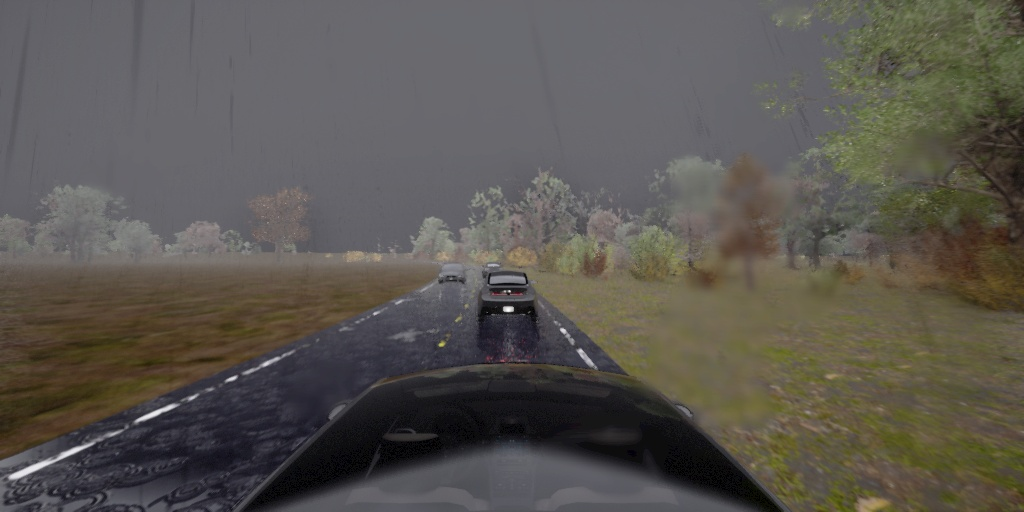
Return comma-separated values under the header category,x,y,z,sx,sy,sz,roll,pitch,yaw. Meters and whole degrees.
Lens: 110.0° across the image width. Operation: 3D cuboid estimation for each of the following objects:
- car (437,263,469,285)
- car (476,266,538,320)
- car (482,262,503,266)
category,x,y,z,sx,sy,sz,roll,pitch,yaw
car,-4.257,1.252,26.152,1.837,1.490,4.892,0,0,-5
car,-0.187,1.256,12.556,1.837,1.490,4.892,0,0,-2
car,-1.791,1.272,33.364,1.812,1.442,4.674,0,0,-6
